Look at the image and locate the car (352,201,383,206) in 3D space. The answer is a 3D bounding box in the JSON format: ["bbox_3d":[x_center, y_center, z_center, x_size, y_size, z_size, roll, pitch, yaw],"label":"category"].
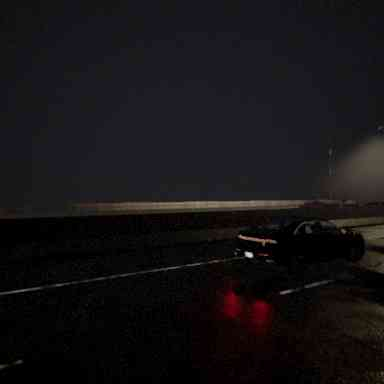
[{"bbox_3d":[18.803,1.703,34.031,4.674,1.442,1.812,0,0,-34],"label":"car"}]

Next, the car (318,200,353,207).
[{"bbox_3d":[16.678,1.628,36.819,4.902,1.511,2.128,0,0,-34],"label":"car"}]

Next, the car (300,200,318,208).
[{"bbox_3d":[14.782,1.704,39.762,4.181,1.385,1.994,0,0,-34],"label":"car"}]

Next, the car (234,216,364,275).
[{"bbox_3d":[3.546,1.519,10.540,4.902,1.511,2.128,0,0,-35],"label":"car"}]
